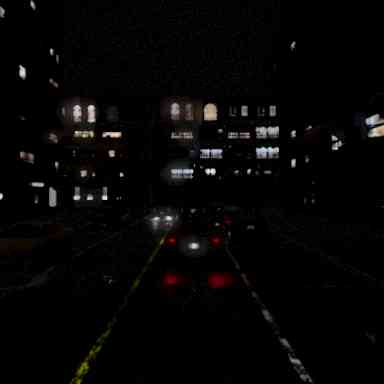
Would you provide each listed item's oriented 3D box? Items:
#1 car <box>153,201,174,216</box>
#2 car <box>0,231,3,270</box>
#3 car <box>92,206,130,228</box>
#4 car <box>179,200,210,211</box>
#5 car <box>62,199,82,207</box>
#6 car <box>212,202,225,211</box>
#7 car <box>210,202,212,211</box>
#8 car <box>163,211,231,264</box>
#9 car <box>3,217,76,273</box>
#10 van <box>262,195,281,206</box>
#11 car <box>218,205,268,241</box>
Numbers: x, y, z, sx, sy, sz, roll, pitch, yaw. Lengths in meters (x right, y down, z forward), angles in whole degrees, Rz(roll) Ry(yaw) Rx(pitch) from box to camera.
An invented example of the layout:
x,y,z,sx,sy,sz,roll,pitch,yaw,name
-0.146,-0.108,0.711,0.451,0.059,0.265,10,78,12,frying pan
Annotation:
x,y,z,sx,sy,sz,roll,pitch,yaw,name
-2.796,1.586,33.779,2.033,1.411,5.357,0,0,1,car
-5.295,1.528,5.257,1.752,1.417,4.829,1,0,0,car
-5.273,1.585,22.120,1.947,1.339,4.313,1,0,0,car
0.068,1.378,25.943,2.097,1.767,4.553,0,0,0,car
-19.700,1.782,52.801,4.403,1.369,2.008,0,0,0,car
2.574,1.565,22.145,1.887,1.381,4.507,1,0,0,car
2.574,1.604,33.272,1.947,1.339,4.313,1,0,0,car
0.073,1.571,11.834,1.994,1.385,4.181,0,0,0,car
-5.285,1.532,10.821,1.752,1.417,4.829,1,0,0,car
13.084,1.364,52.847,3.998,1.788,1.690,0,0,0,van
2.575,1.579,16.580,1.947,1.339,4.313,1,0,0,car
